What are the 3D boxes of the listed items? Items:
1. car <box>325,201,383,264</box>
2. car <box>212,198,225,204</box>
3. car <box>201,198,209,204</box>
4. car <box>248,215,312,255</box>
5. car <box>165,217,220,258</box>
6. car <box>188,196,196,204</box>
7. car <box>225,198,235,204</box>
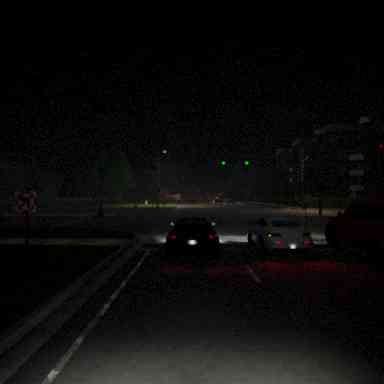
[{"bbox_3d":[7.019,1.361,12.549,2.150,2.045,5.566,0,0,0],"label":"car"},{"bbox_3d":[7.024,2.485,89.350,2.128,1.511,4.902,0,-1,0],"label":"car"},{"bbox_3d":[3.524,2.319,89.739,2.097,1.767,4.553,0,-1,0],"label":"car"},{"bbox_3d":[3.535,1.676,13.880,1.812,1.442,4.674,0,0,1],"label":"car"},{"bbox_3d":[0.032,1.710,13.401,1.994,1.385,4.181,0,-1,1],"label":"car"},{"bbox_3d":[0.024,2.438,89.351,1.882,1.535,5.008,0,-1,0],"label":"car"},{"bbox_3d":[10.524,2.560,89.796,1.895,1.301,4.718,0,-1,0],"label":"car"}]
